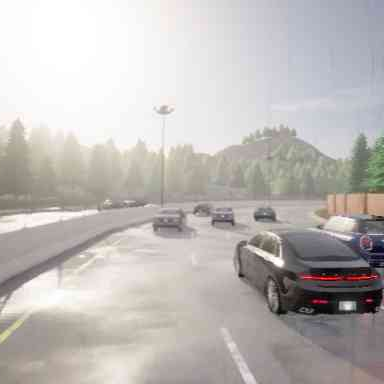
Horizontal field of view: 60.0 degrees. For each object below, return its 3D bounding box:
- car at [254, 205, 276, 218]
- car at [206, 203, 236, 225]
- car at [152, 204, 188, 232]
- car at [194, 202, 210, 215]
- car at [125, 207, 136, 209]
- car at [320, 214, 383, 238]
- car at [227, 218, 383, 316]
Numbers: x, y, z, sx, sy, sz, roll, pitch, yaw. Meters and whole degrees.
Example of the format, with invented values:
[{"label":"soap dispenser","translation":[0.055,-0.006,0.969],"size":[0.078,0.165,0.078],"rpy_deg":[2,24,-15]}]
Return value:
[{"label":"car","translation":[7.008,1.987,32.162],"size":[1.994,1.385,4.181],"rpy_deg":[1,-1,10]},{"label":"car","translation":[2.562,1.860,26.773],"size":[2.033,1.411,5.357],"rpy_deg":[1,-1,7]},{"label":"car","translation":[-1.375,1.763,22.027],"size":[2.033,1.411,5.357],"rpy_deg":[1,-1,4]},{"label":"car","translation":[1.474,1.938,39.445],"size":[1.837,1.490,4.892],"rpy_deg":[1,0,13]},{"label":"car","translation":[-7.961,1.611,45.738],"size":[2.150,2.045,5.566],"rpy_deg":[1,-1,16]},{"label":"car","translation":[5.585,1.542,11.534],"size":[2.097,1.767,4.553],"rpy_deg":[1,-1,-4]},{"label":"car","translation":[2.307,1.617,7.839],"size":[1.837,1.490,4.892],"rpy_deg":[0,0,-6]}]
